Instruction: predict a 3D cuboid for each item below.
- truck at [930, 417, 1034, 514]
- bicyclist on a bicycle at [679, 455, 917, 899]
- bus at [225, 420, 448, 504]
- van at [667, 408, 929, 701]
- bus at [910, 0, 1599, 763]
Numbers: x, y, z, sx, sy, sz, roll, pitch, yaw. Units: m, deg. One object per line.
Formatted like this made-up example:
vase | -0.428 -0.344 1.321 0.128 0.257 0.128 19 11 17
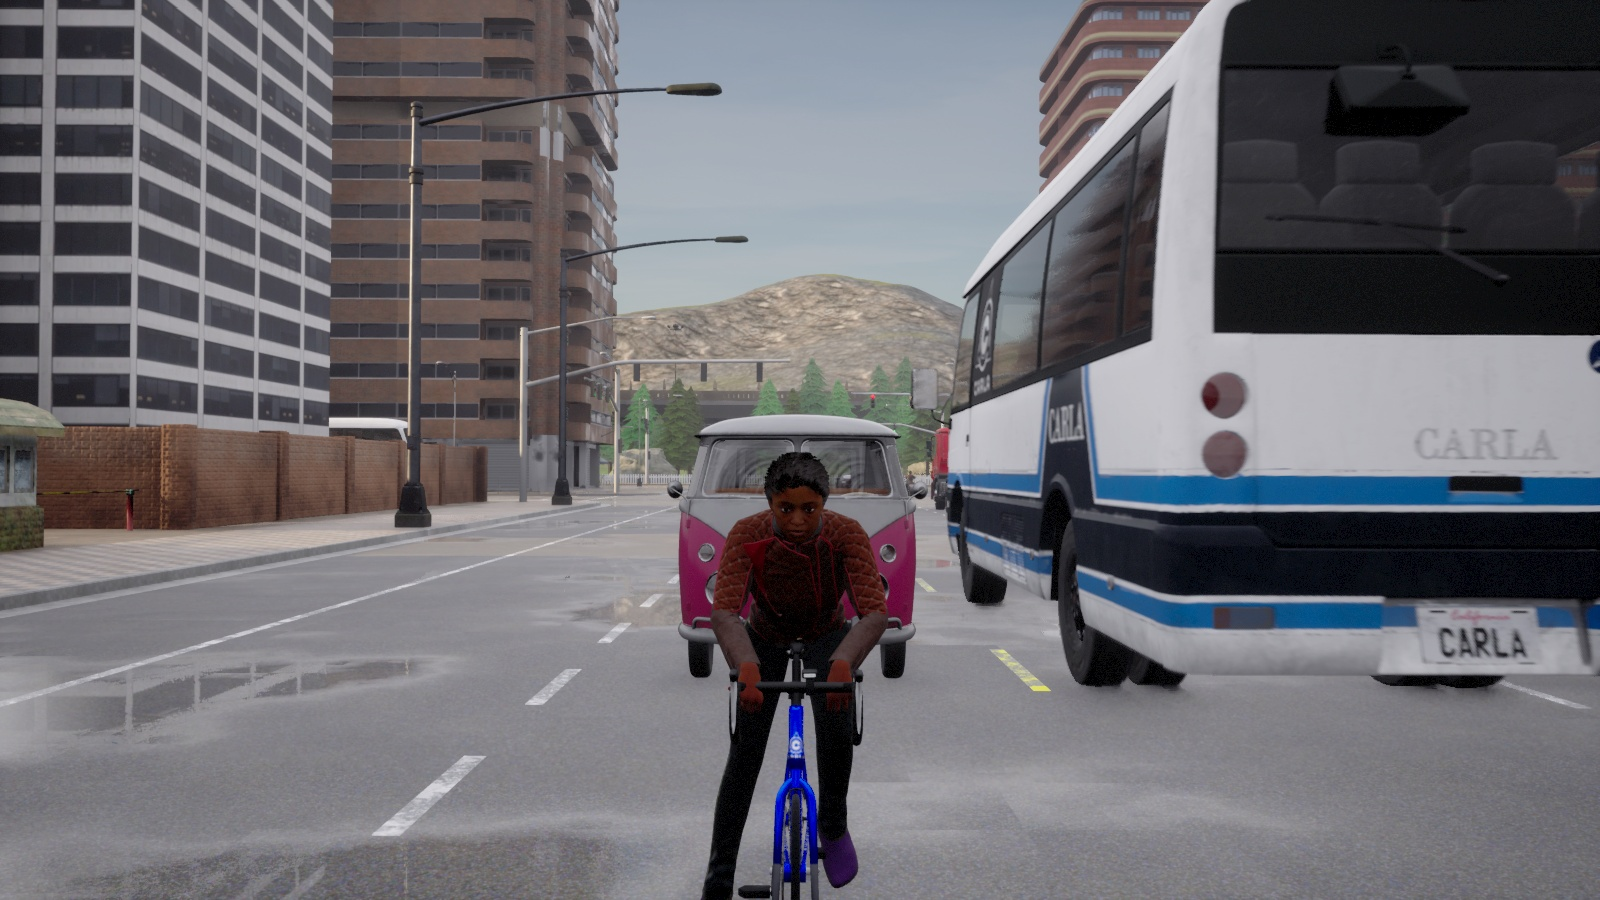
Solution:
truck | 6.929 0.626 49.008 2.891 3.462 7.936 0 -1 0
bicyclist on a bicycle | -0.005 0.833 3.919 0.582 1.620 1.656 0 -1 0
bus | -24.146 0.639 65.914 10.273 4.253 3.944 0 -1 0
van | -0.015 0.748 10.772 1.775 1.987 4.442 0 -1 0
bus | 3.478 -0.377 11.879 3.944 4.253 10.273 0 -1 0
